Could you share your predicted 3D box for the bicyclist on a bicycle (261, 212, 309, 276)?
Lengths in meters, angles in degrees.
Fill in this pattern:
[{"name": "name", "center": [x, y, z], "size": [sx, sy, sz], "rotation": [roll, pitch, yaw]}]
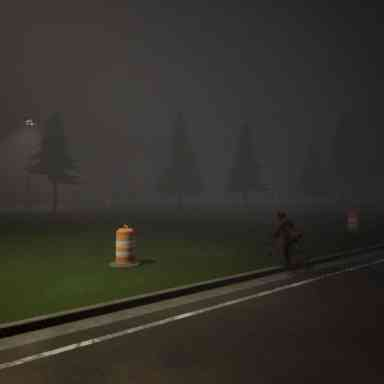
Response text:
[{"name": "bicyclist on a bicycle", "center": [2.573, 1.399, 9.253], "size": [0.582, 1.620, 1.656], "rotation": [0, 5, -37]}]
